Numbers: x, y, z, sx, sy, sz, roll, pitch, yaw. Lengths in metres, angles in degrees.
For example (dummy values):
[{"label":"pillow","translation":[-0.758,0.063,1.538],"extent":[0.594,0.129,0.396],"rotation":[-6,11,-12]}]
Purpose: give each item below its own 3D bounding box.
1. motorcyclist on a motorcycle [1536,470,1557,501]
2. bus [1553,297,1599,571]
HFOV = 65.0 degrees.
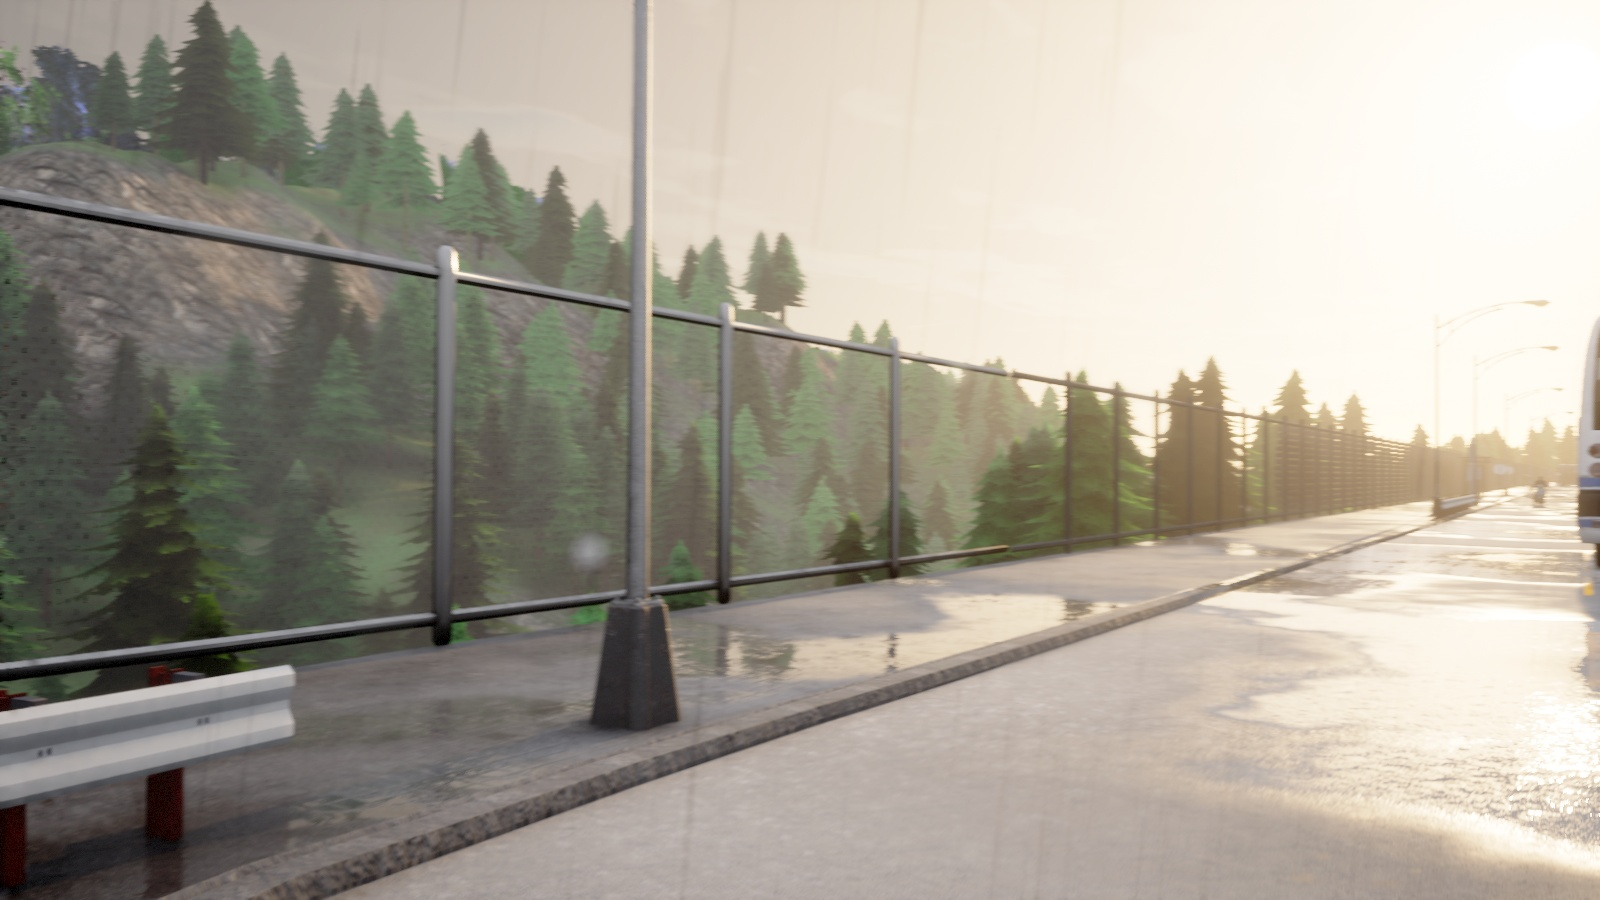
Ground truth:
[{"label":"motorcyclist on a motorcycle","translation":[38.192,1.809,64.276],"extent":[0.866,1.590,1.817],"rotation":[-1,-1,32]},{"label":"bus","translation":[16.492,-0.195,22.917],"extent":[3.944,4.253,10.273],"rotation":[-1,-1,35]}]
